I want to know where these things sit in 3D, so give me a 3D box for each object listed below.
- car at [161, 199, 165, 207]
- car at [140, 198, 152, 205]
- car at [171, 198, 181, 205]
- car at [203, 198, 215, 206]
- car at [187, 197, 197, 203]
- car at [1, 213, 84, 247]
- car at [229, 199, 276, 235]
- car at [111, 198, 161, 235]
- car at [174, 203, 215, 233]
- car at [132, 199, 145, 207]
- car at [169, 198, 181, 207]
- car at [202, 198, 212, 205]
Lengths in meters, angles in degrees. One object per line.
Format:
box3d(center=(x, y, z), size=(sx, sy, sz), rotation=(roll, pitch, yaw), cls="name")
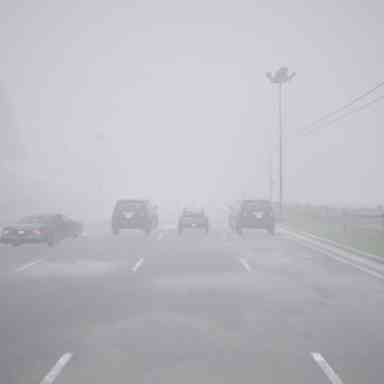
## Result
box3d(center=(-7.014, 2.246, 65.548), size=(2.033, 1.411, 5.357), rotation=(0, -1, 0), cls="car")
box3d(center=(-10.516, 2.182, 75.998), size=(2.033, 1.411, 5.357), rotation=(0, -1, 0), cls="car")
box3d(center=(-3.516, 2.182, 75.969), size=(2.033, 1.411, 5.357), rotation=(0, -1, 0), cls="car")
box3d(center=(3.486, 2.176, 65.550), size=(1.882, 1.535, 5.008), rotation=(0, -1, 0), cls="car")
box3d(center=(-0.014, 2.176, 65.550), size=(1.882, 1.535, 5.008), rotation=(0, -1, 0), cls="car")
box3d(center=(-6.903, 1.718, 15.959), size=(2.033, 1.411, 5.357), rotation=(0, -1, 0), cls="car")
box3d(center=(3.595, 1.442, 20.594), size=(2.150, 2.045, 5.566), rotation=(0, -1, 0), cls="car")
box3d(center=(-3.405, 1.441, 20.540), size=(2.150, 2.045, 5.566), rotation=(0, -1, 0), cls="car")
box3d(center=(0.096, 1.721, 21.402), size=(2.128, 1.511, 4.902), rotation=(0, -1, 0), cls="car")
box3d(center=(-10.514, 2.176, 65.577), size=(1.882, 1.535, 5.008), rotation=(0, -1, 0), cls="car")
box3d(center=(-3.514, 2.202, 65.549), size=(1.837, 1.490, 4.892), rotation=(0, -1, 0), cls="car")
box3d(center=(3.484, 2.182, 75.971), size=(2.033, 1.411, 5.357), rotation=(0, -1, 0), cls="car")
